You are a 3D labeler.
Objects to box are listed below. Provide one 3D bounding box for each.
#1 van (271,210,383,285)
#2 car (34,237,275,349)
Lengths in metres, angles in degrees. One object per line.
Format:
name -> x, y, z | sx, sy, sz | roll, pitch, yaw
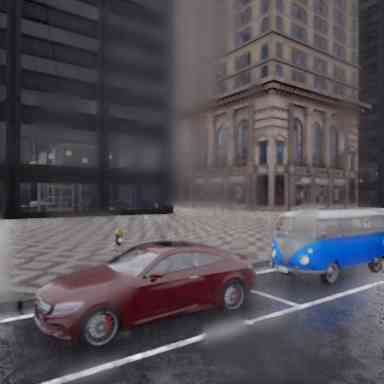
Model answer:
van -> 3.977, 1.422, 9.486 | 3.998, 1.788, 1.690 | 1, -1, -35
car -> -0.617, 1.610, 6.210 | 4.206, 1.307, 1.802 | 1, -1, -35
